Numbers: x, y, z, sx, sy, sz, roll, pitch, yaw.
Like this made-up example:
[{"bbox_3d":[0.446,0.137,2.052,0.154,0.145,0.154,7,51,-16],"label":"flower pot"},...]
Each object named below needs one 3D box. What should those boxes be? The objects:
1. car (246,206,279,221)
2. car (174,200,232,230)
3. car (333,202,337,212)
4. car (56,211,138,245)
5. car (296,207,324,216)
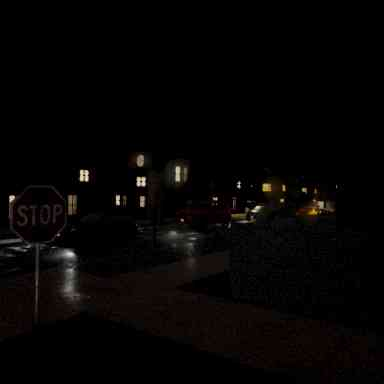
[{"bbox_3d":[7.185,2.176,33.711,2.128,1.511,4.902,2,0,36],"label":"car"},{"bbox_3d":[0.983,1.674,25.288,2.150,2.045,5.566,2,0,36],"label":"car"},{"bbox_3d":[22.972,2.486,50.195,2.150,2.045,5.566,2,0,36],"label":"car"},{"bbox_3d":[-4.842,1.764,17.343,1.812,1.442,4.674,2,0,36],"label":"car"},{"bbox_3d":[13.191,2.367,36.918,1.882,1.535,5.008,2,0,36],"label":"car"}]
